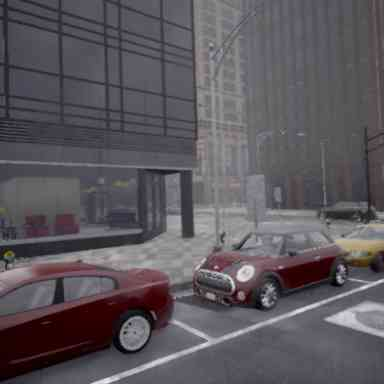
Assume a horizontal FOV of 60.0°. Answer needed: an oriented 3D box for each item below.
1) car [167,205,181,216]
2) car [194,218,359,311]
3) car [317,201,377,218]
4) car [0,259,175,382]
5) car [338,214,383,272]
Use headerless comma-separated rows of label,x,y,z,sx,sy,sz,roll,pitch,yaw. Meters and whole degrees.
car,-1.566,2.258,41.373,1.994,1.385,4.181,-1,-1,-37
car,1.985,1.639,8.174,4.097,1.590,1.967,-1,-2,-37
car,12.602,1.510,27.425,2.097,1.767,4.553,-1,-1,-33
car,-2.397,1.794,4.924,4.507,1.381,1.887,-1,-2,-37
car,6.237,1.675,11.317,4.829,1.417,1.752,-1,-2,-37
